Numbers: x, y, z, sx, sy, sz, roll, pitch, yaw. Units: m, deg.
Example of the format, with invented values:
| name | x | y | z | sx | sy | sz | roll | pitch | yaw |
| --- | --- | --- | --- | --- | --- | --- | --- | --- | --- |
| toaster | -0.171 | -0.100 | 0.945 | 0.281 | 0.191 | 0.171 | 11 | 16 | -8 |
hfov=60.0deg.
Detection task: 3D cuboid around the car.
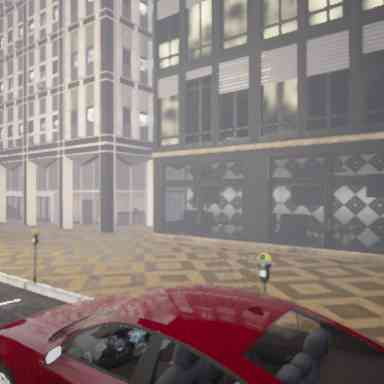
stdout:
| name | x | y | z | sx | sy | sz | roll | pitch | yaw |
| --- | --- | --- | --- | --- | --- | --- | --- | --- | --- |
| car | -0.119 | 1.556 | 2.955 | 4.507 | 1.381 | 1.887 | 0 | 0 | 36 |
